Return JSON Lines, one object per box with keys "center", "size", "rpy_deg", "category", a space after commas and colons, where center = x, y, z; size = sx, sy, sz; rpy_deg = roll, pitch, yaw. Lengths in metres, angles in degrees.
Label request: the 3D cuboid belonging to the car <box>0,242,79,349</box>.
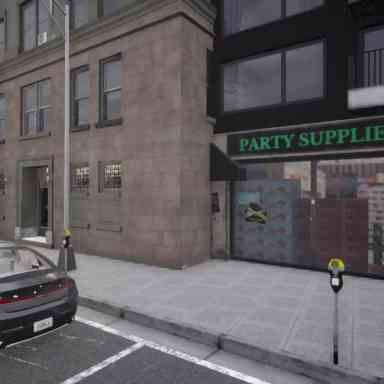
{"center": [-3.788, 1.551, 5.746], "size": [4.403, 1.369, 2.008], "rpy_deg": [0, 0, 35], "category": "car"}
